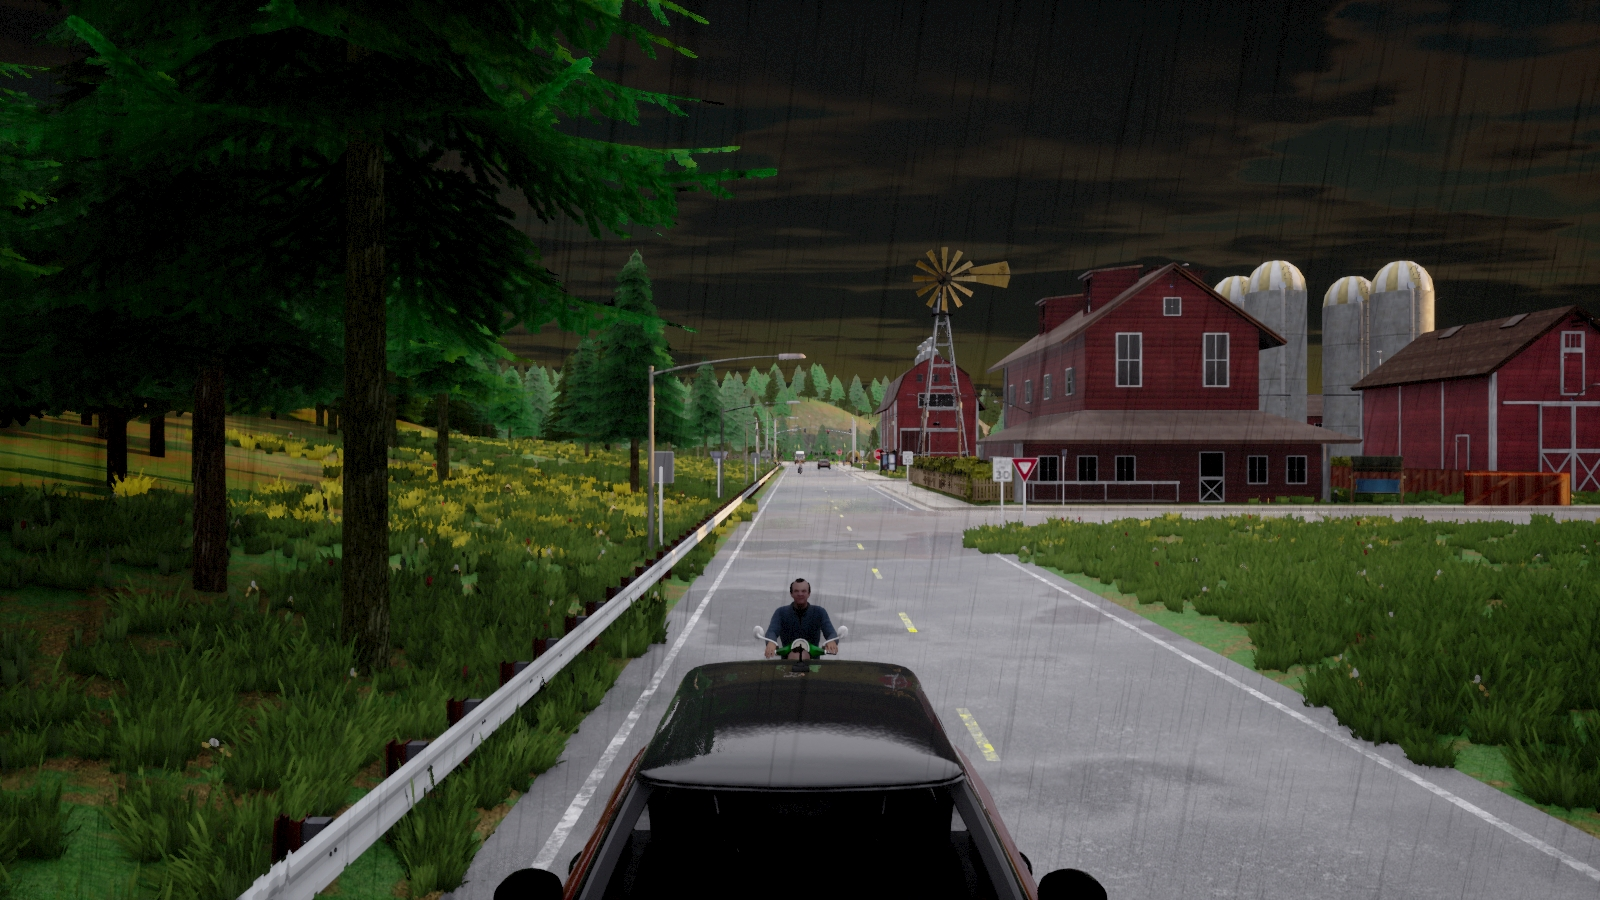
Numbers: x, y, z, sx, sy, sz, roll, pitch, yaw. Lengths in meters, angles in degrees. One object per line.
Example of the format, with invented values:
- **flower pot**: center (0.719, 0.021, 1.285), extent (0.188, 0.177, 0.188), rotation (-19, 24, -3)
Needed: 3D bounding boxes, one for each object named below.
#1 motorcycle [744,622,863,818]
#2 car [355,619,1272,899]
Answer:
- **motorcycle**: center (0.025, 2.229, 9.842), extent (0.867, 1.251, 2.209), rotation (-2, -3, 0)
- **car**: center (0.032, 1.899, 4.503), extent (2.097, 1.767, 4.553), rotation (0, 0, 0)
